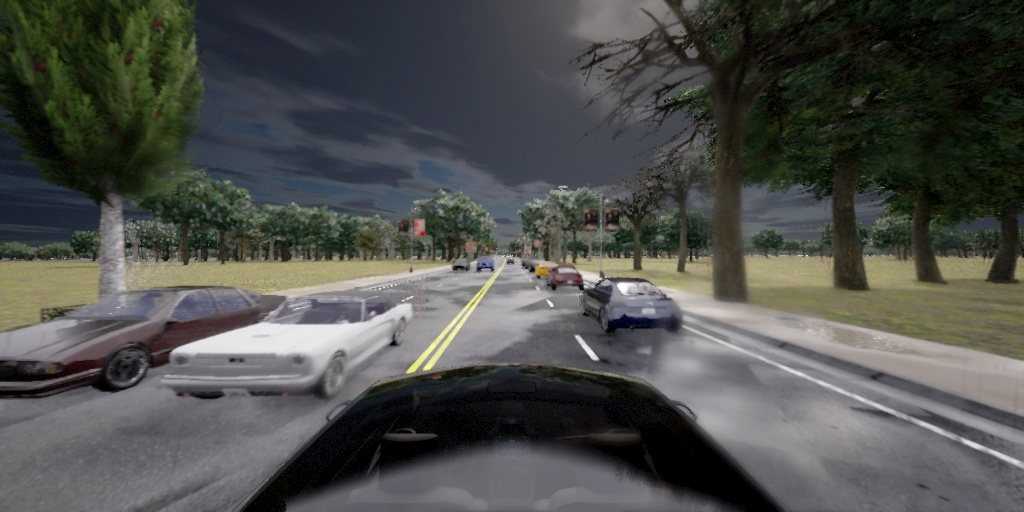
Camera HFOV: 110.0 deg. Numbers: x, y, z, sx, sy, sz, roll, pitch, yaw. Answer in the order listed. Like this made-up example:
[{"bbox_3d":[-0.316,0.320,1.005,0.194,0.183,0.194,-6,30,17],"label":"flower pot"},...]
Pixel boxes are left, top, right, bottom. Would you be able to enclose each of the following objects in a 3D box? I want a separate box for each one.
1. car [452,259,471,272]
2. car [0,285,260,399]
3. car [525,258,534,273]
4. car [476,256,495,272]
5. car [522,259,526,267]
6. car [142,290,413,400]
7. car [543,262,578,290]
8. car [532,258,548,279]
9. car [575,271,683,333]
[{"bbox_3d":[-6.698,1.129,47.759,2.097,1.767,4.553,0,0,0],"label":"car"},{"bbox_3d":[-6.605,1.299,6.995,2.033,1.411,5.357,0,0,0],"label":"car"},{"bbox_3d":[3.147,1.278,44.280,2.163,1.488,4.792,0,0,0],"label":"car"},{"bbox_3d":[-3.449,0.997,47.090,2.150,2.045,5.566,0,0,0],"label":"car"},{"bbox_3d":[3.091,1.134,55.225,2.097,1.767,4.553,0,0,0],"label":"car"},{"bbox_3d":[-3.354,1.352,6.556,1.895,1.301,4.718,0,0,0],"label":"car"},{"bbox_3d":[3.223,1.286,22.239,1.812,1.442,4.674,0,0,0],"label":"car"},{"bbox_3d":[3.192,1.245,33.244,1.882,1.535,5.008,0,0,0],"label":"car"},{"bbox_3d":[3.342,1.318,10.770,1.994,1.385,4.181,0,0,0],"label":"car"}]
